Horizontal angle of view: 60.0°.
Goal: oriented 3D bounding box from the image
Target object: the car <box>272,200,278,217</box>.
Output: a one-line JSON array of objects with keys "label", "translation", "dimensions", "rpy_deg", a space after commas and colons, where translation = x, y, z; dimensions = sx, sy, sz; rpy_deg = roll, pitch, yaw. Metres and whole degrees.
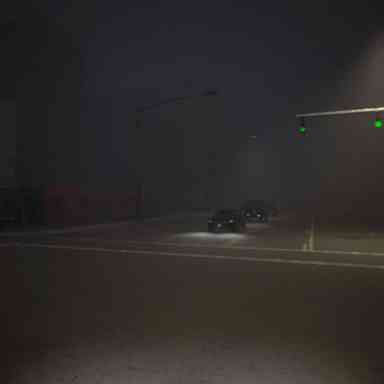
[{"label": "car", "translation": [9.777, 2.059, 42.882], "dimensions": [2.150, 2.045, 5.566], "rpy_deg": [-1, -2, 21]}]

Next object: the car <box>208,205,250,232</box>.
[{"label": "car", "translation": [2.528, 1.895, 23.172], "dimensions": [1.812, 1.442, 4.674], "rpy_deg": [-1, -1, 20]}]

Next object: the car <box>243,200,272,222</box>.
[{"label": "car", "translation": [6.149, 1.810, 32.992], "dimensions": [2.150, 2.045, 5.566], "rpy_deg": [-1, -2, 21]}]
